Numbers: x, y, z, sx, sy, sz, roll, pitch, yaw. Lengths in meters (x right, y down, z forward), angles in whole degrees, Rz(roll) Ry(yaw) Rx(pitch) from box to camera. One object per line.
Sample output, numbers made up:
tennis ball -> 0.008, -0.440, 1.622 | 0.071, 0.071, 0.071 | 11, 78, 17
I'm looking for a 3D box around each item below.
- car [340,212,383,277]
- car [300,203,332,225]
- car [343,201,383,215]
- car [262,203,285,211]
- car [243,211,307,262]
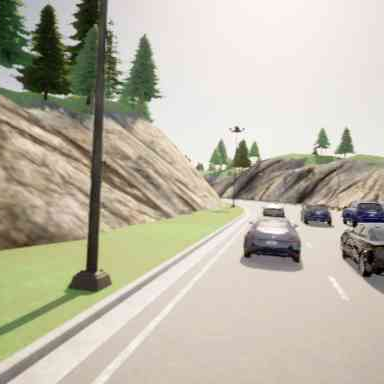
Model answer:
car -> 6.197, 1.732, 10.806 | 1.882, 1.535, 5.008 | 3, 1, 14
car -> 10.580, 1.756, 28.577 | 2.097, 1.767, 4.553 | 3, 0, 13
car -> 13.836, 1.783, 27.045 | 2.150, 2.045, 5.566 | 3, 0, 13
car -> 7.243, 1.736, 29.662 | 2.128, 1.511, 4.902 | 3, 0, 13
car -> 3.134, 1.669, 12.979 | 1.994, 1.385, 4.181 | 3, 0, 14
